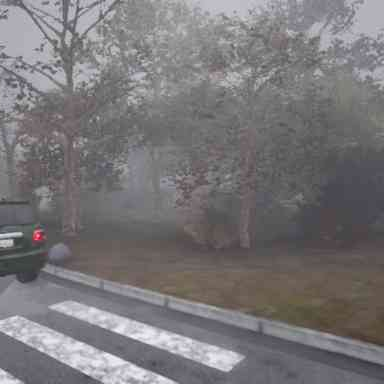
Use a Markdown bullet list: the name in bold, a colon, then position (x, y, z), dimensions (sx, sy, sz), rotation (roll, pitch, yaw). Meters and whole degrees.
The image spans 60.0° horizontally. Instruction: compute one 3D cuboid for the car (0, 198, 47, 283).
- **car**: position (-5.853, 1.189, 8.440), dimensions (5.566, 2.045, 2.150), rotation (-1, -1, 39)
